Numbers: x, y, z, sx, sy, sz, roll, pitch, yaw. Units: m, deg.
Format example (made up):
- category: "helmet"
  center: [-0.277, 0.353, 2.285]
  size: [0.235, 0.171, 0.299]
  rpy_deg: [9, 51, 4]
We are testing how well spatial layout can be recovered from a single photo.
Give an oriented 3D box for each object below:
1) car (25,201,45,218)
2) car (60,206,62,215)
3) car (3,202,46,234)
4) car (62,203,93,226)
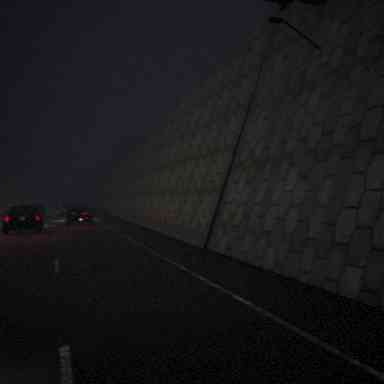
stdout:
- category: "car"
  center: [-17.285, 1.876, 36.775]
  size: [1.882, 1.535, 5.008]
  rpy_deg: [-1, 0, -23]
- category: "car"
  center: [-14.425, 1.975, 38.994]
  size: [1.895, 1.301, 4.718]
  rpy_deg: [-1, 0, -23]
- category: "car"
  center: [-10.731, 1.591, 21.415]
  size: [2.097, 1.767, 4.553]
  rpy_deg: [-1, 0, -23]
- category: "car"
  center: [-8.984, 1.748, 26.237]
  size: [1.837, 1.490, 4.892]
  rpy_deg: [-1, 0, -23]
